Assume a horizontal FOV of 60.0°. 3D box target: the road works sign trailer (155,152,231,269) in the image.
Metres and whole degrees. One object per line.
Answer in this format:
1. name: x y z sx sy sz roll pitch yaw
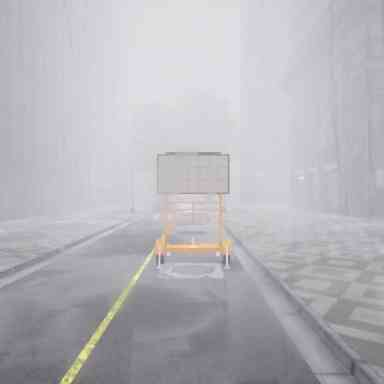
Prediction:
1. road works sign trailer: 0.041 0.466 11.182 2.380 3.560 2.880 0 0 0

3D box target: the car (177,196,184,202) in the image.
1. car: -2.728 1.625 76.269 1.895 1.301 4.718 0 0 0

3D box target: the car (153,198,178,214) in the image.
1. car: -2.977 1.569 35.568 2.033 1.411 5.357 0 0 0
